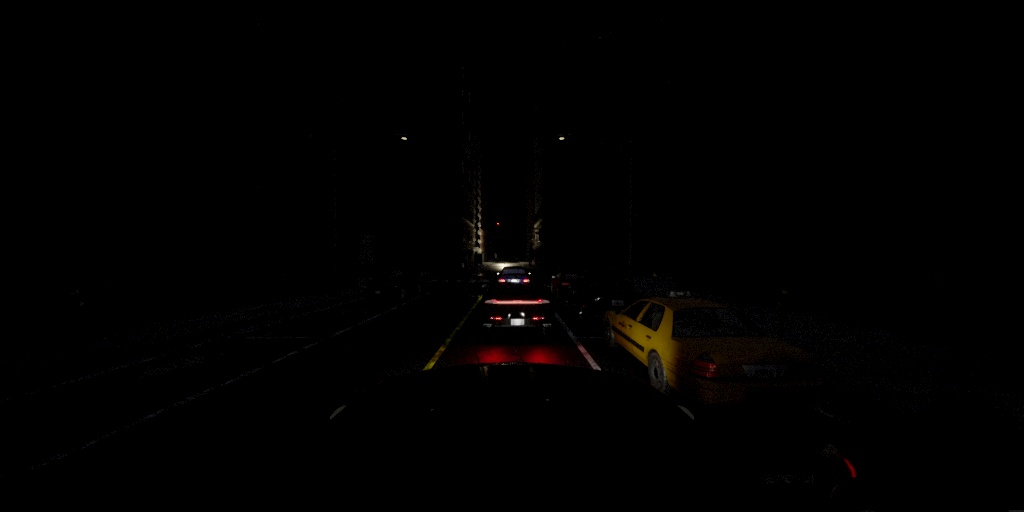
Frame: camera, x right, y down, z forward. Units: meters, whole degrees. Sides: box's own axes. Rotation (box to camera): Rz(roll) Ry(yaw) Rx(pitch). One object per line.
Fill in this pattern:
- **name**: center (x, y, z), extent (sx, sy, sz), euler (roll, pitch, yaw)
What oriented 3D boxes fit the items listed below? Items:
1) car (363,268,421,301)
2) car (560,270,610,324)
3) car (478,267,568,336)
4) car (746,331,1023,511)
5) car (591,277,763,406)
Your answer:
- **car**: center (-5.663, 1.290, 17.388), extent (1.888, 1.381, 4.507), euler (0, 0, 0)
- **car**: center (2.879, 1.312, 11.800), extent (1.948, 1.339, 4.313), euler (0, 0, 0)
- **car**: center (0.107, 1.239, 10.326), extent (2.128, 1.511, 4.902), euler (0, 0, 0)
- **car**: center (2.872, 1.301, 0.628), extent (2.007, 1.370, 4.403), euler (0, 0, 0)
- **car**: center (2.876, 1.274, 6.384), extent (1.751, 1.417, 4.829), euler (0, 0, 0)
